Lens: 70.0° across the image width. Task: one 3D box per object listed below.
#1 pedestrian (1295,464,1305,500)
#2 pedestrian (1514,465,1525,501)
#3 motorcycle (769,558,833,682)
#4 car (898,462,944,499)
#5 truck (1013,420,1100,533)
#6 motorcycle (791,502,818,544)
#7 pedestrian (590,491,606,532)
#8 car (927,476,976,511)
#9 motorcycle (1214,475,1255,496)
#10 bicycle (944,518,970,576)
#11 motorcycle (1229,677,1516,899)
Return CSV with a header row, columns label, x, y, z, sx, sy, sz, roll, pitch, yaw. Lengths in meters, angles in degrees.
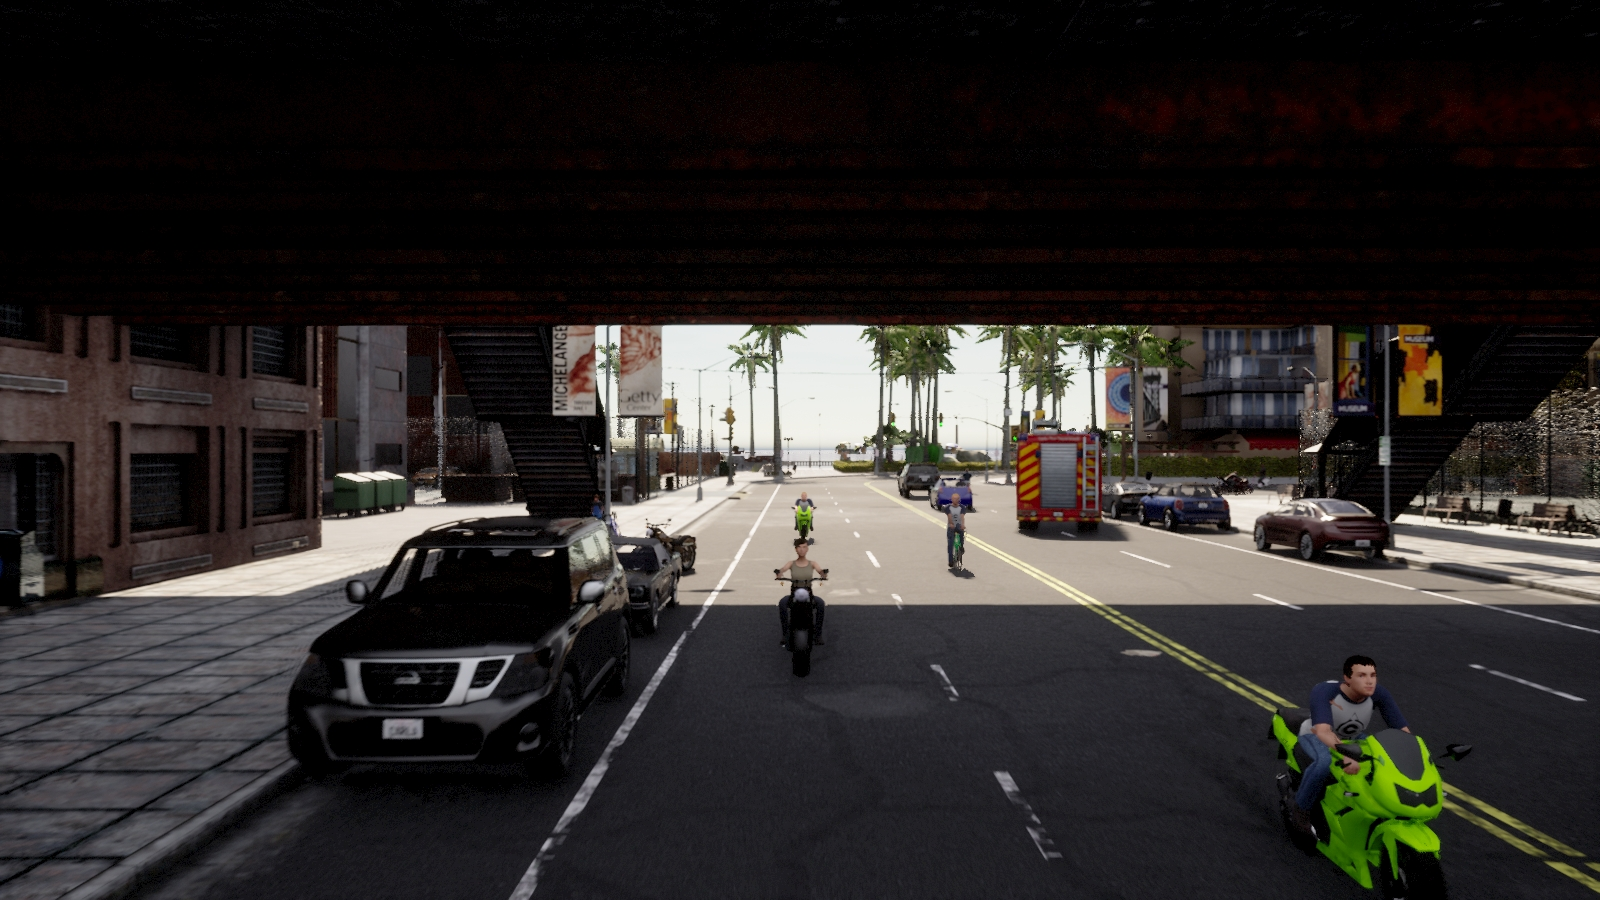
label,x,y,z,sx,sy,sz,roll,pitch,yaw
pedestrian,26.474,1.696,60.500,0.375,1.860,0.375,0,0,-6
pedestrian,37.527,1.698,59.569,0.375,1.860,0.375,0,0,11
motorcycle,0.019,2.170,15.003,0.764,1.277,2.356,0,0,0
car,7.132,1.780,68.078,2.150,2.045,5.566,0,0,0
truck,9.709,0.890,43.322,2.891,3.827,8.468,0,0,12
motorcycle,0.127,2.213,35.029,0.803,1.145,2.033,0,0,0
pedestrian,-6.546,1.976,36.998,0.375,1.300,0.375,0,0,20
car,7.129,2.039,54.175,1.845,1.501,3.633,0,0,0
motorcycle,27.020,2.205,71.028,2.209,1.251,0.867,0,0,-1
bicycle,3.596,2.206,26.300,0.373,1.196,1.643,0,0,0
motorcycle,3.501,2.213,7.245,0.803,1.145,2.033,0,0,0
